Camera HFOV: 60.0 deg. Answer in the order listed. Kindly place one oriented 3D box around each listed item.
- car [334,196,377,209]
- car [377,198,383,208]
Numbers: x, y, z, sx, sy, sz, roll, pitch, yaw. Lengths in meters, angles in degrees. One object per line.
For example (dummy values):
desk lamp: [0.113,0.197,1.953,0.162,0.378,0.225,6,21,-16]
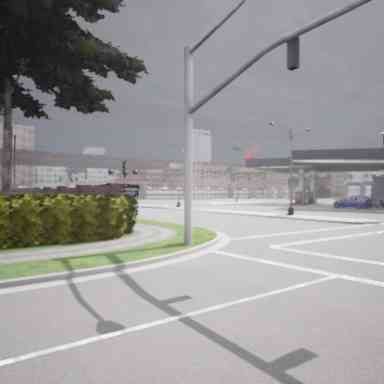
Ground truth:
car: [20.676,1.335,42.925,2.242,1.667,4.611,0,0,-35]
car: [24.943,1.501,46.846,1.970,1.475,3.806,0,0,-35]
